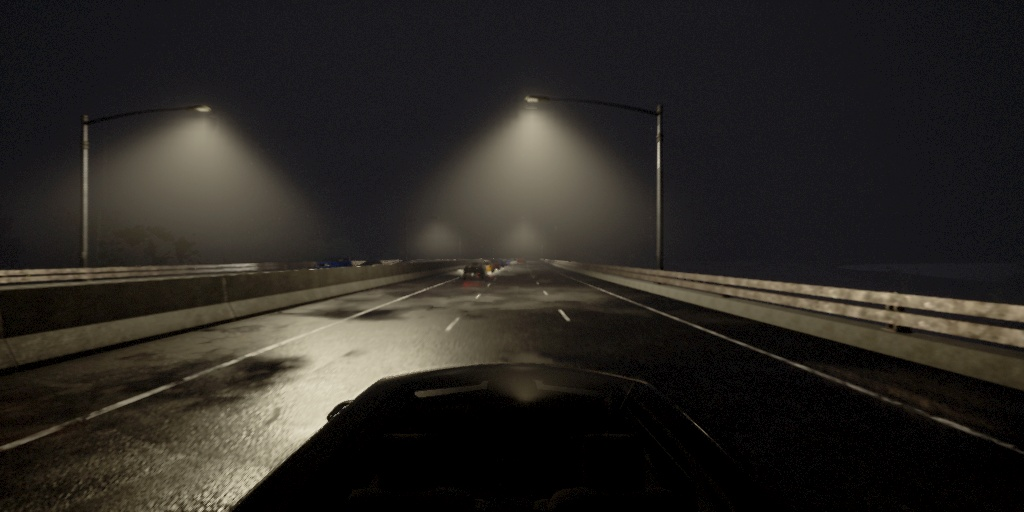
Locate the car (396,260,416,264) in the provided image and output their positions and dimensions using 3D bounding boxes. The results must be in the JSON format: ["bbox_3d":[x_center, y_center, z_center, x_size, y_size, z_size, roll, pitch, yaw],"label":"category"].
[{"bbox_3d":[-13.524,1.272,45.831,2.128,1.511,4.902,0,0,2],"label":"car"}]

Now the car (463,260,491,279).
[{"bbox_3d":[-3.260,1.281,32.318,1.837,1.490,4.892,0,0,1],"label":"car"}]

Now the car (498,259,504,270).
[{"bbox_3d":[-2.752,1.298,54.248,1.882,1.535,5.008,0,0,2],"label":"car"}]

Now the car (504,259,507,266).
[{"bbox_3d":[-2.393,1.328,65.210,1.882,1.535,5.008,0,0,2],"label":"car"}]

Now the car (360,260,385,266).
[{"bbox_3d":[-17.082,1.277,43.921,1.837,1.490,4.892,0,0,2],"label":"car"}]

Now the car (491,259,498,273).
[{"bbox_3d":[-3.036,1.253,43.473,1.801,1.575,5.366,0,0,1],"label":"car"}]

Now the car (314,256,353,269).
[{"bbox_3d":[-20.637,0.980,41.711,2.150,2.045,5.566,0,0,2],"label":"car"}]
